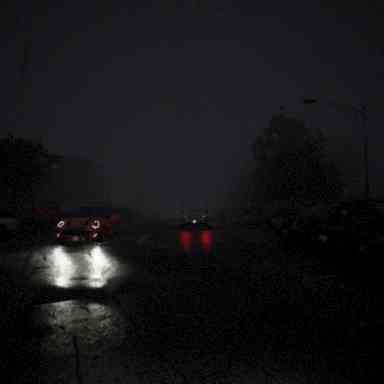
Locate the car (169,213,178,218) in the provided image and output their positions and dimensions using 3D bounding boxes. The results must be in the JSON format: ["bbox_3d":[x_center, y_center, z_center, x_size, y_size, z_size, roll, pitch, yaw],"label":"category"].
[{"bbox_3d":[-4.050,6.080,85.134,1.837,1.490,4.892,0,-5,1],"label":"car"}]

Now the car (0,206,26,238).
[{"bbox_3d":[-11.376,1.632,17.017,4.674,1.452,2.002,-1,-1,-20],"label":"car"}]

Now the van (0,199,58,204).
[{"bbox_3d":[-11.452,1.469,22.836,4.442,1.987,1.878,0,-1,-20],"label":"van"}]

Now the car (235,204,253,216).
[{"bbox_3d":[8.331,2.210,41.386,5.008,1.535,1.882,0,-5,-28],"label":"car"}]

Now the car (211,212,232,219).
[{"bbox_3d":[7.274,5.762,80.972,4.674,1.452,2.002,2,-5,-19],"label":"car"}]

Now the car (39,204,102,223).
[{"bbox_3d":[-11.442,1.989,31.580,5.366,1.575,1.946,0,-2,-19],"label":"car"}]

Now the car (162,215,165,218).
[{"bbox_3d":[-10.426,6.236,87.184,5.008,1.535,2.097,1,-5,-19],"label":"car"}]

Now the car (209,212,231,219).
[{"bbox_3d":[7.203,6.204,86.777,5.366,1.575,1.946,2,-5,-19],"label":"car"}]

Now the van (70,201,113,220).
[{"bbox_3d":[-11.322,2.066,37.461,4.442,1.987,1.878,0,-3,-19],"label":"van"}]

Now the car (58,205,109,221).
[{"bbox_3d":[-11.248,2.134,34.568,4.892,1.521,2.231,0,-3,-19],"label":"car"}]

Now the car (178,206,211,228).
[{"bbox_3d":[0.198,1.771,24.020,1.812,1.442,4.674,0,-2,1],"label":"car"}]

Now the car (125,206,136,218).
[{"bbox_3d":[-11.083,2.643,46.286,5.566,2.045,2.435,1,-5,-19],"label":"car"}]

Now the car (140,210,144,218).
[{"bbox_3d":[-11.003,3.628,55.018,4.792,1.488,2.163,1,-5,-19],"label":"car"}]

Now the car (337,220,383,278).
[{"bbox_3d":[6.405,1.569,8.561,4.674,1.452,2.002,1,-1,-20],"label":"car"}]

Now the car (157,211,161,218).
[{"bbox_3d":[-10.660,5.011,75.501,5.566,2.045,2.435,1,-5,-19],"label":"car"}]

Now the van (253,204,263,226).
[{"bbox_3d":[6.351,1.433,20.495,4.442,1.987,1.878,1,-1,-20],"label":"van"}]

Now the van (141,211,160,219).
[{"bbox_3d":[-10.594,5.764,84.238,4.442,1.987,1.878,1,-5,-19],"label":"van"}]

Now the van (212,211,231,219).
[{"bbox_3d":[7.441,5.748,83.964,4.442,1.987,1.878,2,-5,-19],"label":"van"}]

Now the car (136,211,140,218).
[{"bbox_3d":[-10.890,3.127,49.245,5.366,1.575,1.946,1,-5,-19],"label":"car"}]

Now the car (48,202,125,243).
[{"bbox_3d":[-5.033,1.464,16.661,2.097,1.767,4.553,0,-1,1],"label":"car"}]

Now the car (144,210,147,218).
[{"bbox_3d":[-11.105,3.830,57.897,5.366,1.575,1.946,1,-5,-19],"label":"car"}]

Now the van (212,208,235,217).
[{"bbox_3d":[6.922,4.287,66.278,4.442,1.987,1.878,2,-5,-19],"label":"van"}]

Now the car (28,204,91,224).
[{"bbox_3d":[-11.301,1.874,28.725,4.892,1.521,2.231,0,-2,-20],"label":"car"}]

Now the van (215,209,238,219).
[{"bbox_3d":[7.190,4.536,69.297,4.442,1.987,1.878,2,-5,-19],"label":"van"}]

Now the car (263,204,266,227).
[{"bbox_3d":[6.477,1.491,17.550,4.553,1.767,2.185,1,-1,-20],"label":"car"}]

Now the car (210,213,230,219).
[{"bbox_3d":[7.420,6.463,89.772,4.892,1.521,2.231,2,-5,-19],"label":"car"}]

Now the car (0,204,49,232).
[{"bbox_3d":[-11.329,1.663,19.951,4.792,1.488,2.163,-1,-1,-20],"label":"car"}]

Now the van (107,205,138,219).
[{"bbox_3d":[-10.915,3.140,52.170,4.442,1.987,1.878,1,-5,-19],"label":"van"}]

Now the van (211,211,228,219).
[{"bbox_3d":[7.587,6.492,92.768,4.442,1.987,1.878,2,-5,-19],"label":"van"}]

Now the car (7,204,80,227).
[{"bbox_3d":[-11.325,1.773,25.800,5.008,1.535,2.097,0,-2,-20],"label":"car"}]

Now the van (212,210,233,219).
[{"bbox_3d":[7.123,5.249,78.013,4.442,1.987,1.878,2,-5,-19],"label":"van"}]

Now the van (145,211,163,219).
[{"bbox_3d":[-10.278,6.260,90.168,4.442,1.987,1.878,1,-5,-19],"label":"van"}]

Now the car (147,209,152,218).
[{"bbox_3d":[-11.005,4.301,63.738,5.366,1.575,1.946,1,-5,-19],"label":"car"}]

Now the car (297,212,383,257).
[{"bbox_3d":[6.446,1.582,11.566,4.792,1.488,2.163,1,-1,-20],"label":"car"}]

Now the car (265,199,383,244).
[{"bbox_3d":[6.413,1.329,14.532,5.566,2.045,2.435,1,0,-20],"label":"car"}]

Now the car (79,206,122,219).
[{"bbox_3d":[-11.169,2.472,40.404,4.892,1.521,2.231,0,-3,-19],"label":"car"}]

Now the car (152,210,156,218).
[{"bbox_3d":[-10.723,4.783,69.646,4.892,1.521,2.231,1,-5,-19],"label":"car"}]
